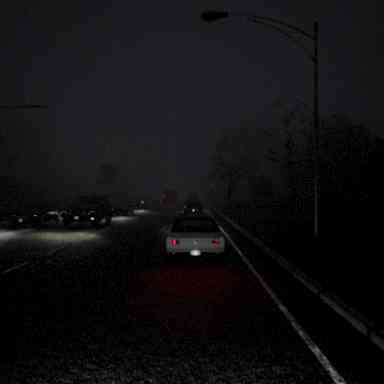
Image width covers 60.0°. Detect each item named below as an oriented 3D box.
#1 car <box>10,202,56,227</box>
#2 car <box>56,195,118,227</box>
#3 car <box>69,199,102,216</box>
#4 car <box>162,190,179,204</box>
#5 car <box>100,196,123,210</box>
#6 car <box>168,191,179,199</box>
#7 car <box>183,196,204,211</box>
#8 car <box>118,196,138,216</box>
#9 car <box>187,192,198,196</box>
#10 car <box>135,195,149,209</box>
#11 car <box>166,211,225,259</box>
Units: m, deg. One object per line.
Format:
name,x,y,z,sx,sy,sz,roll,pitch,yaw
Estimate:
car,-10.563,1.482,22.979,2.128,1.511,4.902,0,0,0
car,-7.072,1.212,23.131,2.150,2.045,5.566,0,0,0
car,-10.537,1.512,33.204,1.812,1.442,4.674,0,0,0
car,-3.430,0.722,52.142,2.150,2.045,5.566,0,3,0
car,-10.452,1.352,43.578,1.882,1.535,5.008,0,2,0
car,-3.414,0.558,62.583,1.895,1.301,4.718,0,3,0
car,0.145,1.491,34.099,1.837,1.490,4.892,0,0,0
car,-7.043,1.464,33.209,1.882,1.535,5.008,0,0,1
car,0.129,0.723,57.319,2.128,1.511,4.902,0,3,1
car,-6.963,1.234,43.317,2.097,1.767,4.553,0,2,0
car,0.115,1.596,12.567,1.895,1.301,4.718,0,0,0
